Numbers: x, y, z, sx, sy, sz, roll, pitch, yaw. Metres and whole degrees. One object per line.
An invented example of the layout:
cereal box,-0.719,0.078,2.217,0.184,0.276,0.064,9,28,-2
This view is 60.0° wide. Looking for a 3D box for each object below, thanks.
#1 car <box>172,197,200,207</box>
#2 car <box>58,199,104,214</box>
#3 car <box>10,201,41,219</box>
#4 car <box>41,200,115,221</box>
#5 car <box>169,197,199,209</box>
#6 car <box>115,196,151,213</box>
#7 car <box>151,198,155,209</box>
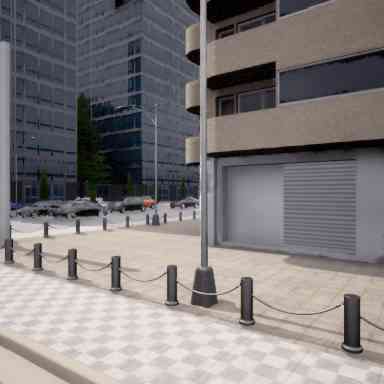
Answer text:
car,-0.818,1.470,50.374,1.812,1.442,4.674,0,0,36
car,-11.722,1.508,35.292,1.994,1.385,4.181,0,0,36
car,-12.387,1.436,28.395,2.128,1.511,4.902,0,0,36
car,-9.036,1.436,26.716,2.128,1.511,4.902,0,0,36
car,-0.977,1.449,44.198,1.837,1.490,4.892,0,0,36
car,-7.047,1.297,35.798,2.097,1.767,4.553,0,0,36
car,-6.781,1.297,42.142,2.097,1.767,4.553,0,0,36
